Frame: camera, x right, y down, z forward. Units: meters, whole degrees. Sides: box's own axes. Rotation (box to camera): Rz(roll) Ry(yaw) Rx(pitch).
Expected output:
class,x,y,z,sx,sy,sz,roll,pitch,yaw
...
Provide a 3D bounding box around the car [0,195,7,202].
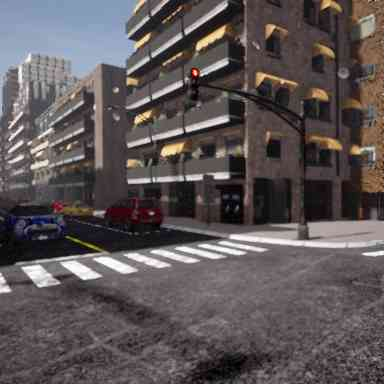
class,x,y,z,sx,sy,sz,roll,pitch,yaw
car,-45.346,1.533,78.860,1.967,1.590,4.097,-1,0,-35

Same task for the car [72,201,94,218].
class,x,y,z,sx,sy,sz,roll,pitch,yaw
car,-10.095,1.480,29.247,1.752,1.417,4.829,-1,0,-35

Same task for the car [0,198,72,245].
class,x,y,z,sx,sy,sz,roll,pitch,yaw
car,-7.538,1.342,15.821,2.097,1.767,4.553,-1,0,-35

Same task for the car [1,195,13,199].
class,x,y,z,sx,sy,sz,roll,pitch,yaw
car,-35.704,1.582,65.291,1.887,1.381,4.507,-1,0,-35

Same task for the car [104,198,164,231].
class,x,y,z,sx,sy,sz,roll,pitch,yaw
car,-3.570,1.254,20.061,2.192,1.841,5.009,-1,0,-35

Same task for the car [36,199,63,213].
class,x,y,z,sx,sy,sz,roll,pitch,yaw
car,-16.424,1.520,38.155,2.008,1.369,4.403,-1,0,-35

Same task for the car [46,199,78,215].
class,x,y,z,sx,sy,sz,roll,pitch,yaw
car,-13.210,1.506,33.632,1.887,1.381,4.507,-1,0,-35
